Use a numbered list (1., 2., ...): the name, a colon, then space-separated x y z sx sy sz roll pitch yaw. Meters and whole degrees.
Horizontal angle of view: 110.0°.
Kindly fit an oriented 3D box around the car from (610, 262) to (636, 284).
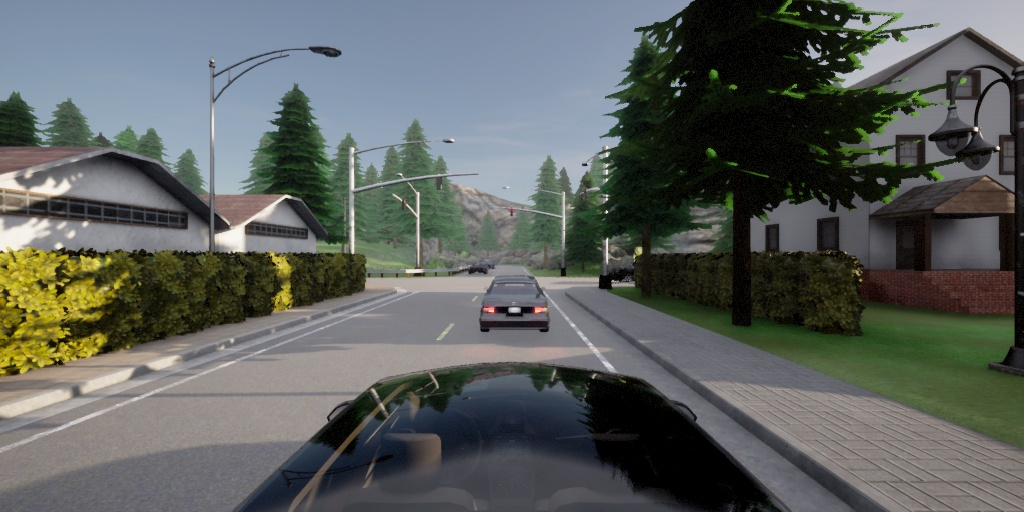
1. car: 9.722 1.212 26.133 5.008 1.535 1.882 0 0 0

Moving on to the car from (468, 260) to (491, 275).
1. car: -3.568 1.350 38.330 1.895 1.301 4.718 0 0 0

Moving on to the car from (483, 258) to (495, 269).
1. car: -3.600 1.101 52.458 2.097 1.767 4.553 0 0 0

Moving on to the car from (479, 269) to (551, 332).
1. car: 0.077 1.297 10.807 2.033 1.411 5.357 0 0 0
